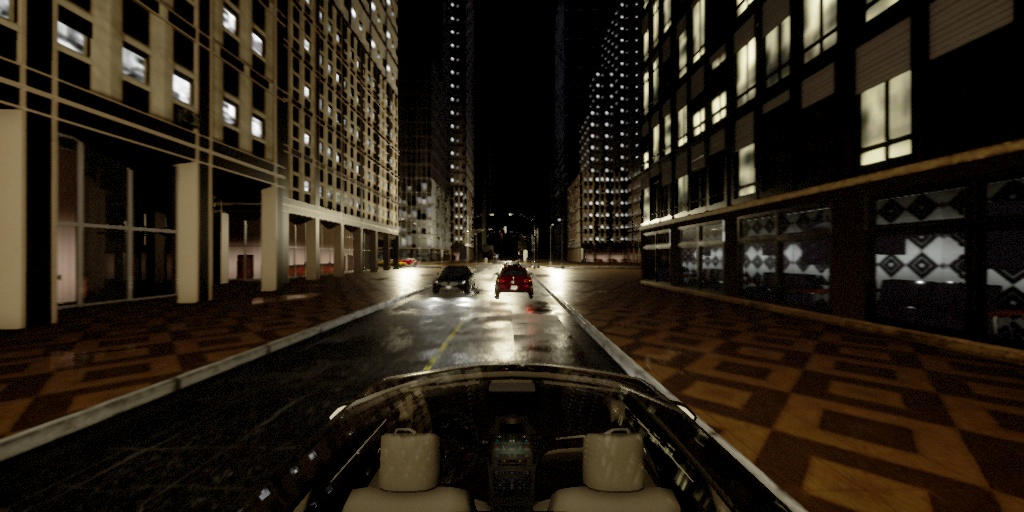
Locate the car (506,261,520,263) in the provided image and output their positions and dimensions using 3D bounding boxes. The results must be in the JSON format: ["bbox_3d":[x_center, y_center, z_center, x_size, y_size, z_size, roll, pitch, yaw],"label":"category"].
[{"bbox_3d":[0.097,1.203,36.352,2.128,1.511,4.902,0,0,0],"label":"car"}]

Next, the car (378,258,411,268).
[{"bbox_3d":[-18.905,1.103,56.418,4.829,1.417,1.751,0,0,-1],"label":"car"}]

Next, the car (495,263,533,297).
[{"bbox_3d":[0.100,1.258,18.437,1.812,1.442,4.674,0,0,0],"label":"car"}]

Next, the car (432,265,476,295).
[{"bbox_3d":[-3.065,1.257,19.752,1.812,1.442,4.674,0,0,0],"label":"car"}]
